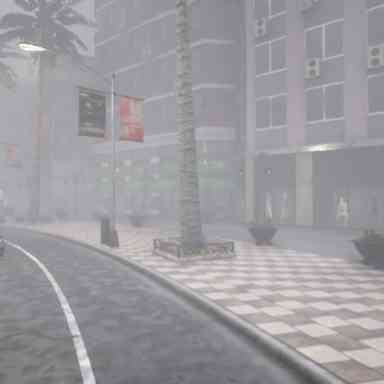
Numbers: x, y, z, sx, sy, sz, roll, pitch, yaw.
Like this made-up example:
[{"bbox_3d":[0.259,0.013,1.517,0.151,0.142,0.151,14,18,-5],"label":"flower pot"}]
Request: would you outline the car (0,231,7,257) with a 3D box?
[{"bbox_3d":[-8.730,1.774,13.238,2.033,1.411,5.357,0,-1,-37],"label":"car"}]
